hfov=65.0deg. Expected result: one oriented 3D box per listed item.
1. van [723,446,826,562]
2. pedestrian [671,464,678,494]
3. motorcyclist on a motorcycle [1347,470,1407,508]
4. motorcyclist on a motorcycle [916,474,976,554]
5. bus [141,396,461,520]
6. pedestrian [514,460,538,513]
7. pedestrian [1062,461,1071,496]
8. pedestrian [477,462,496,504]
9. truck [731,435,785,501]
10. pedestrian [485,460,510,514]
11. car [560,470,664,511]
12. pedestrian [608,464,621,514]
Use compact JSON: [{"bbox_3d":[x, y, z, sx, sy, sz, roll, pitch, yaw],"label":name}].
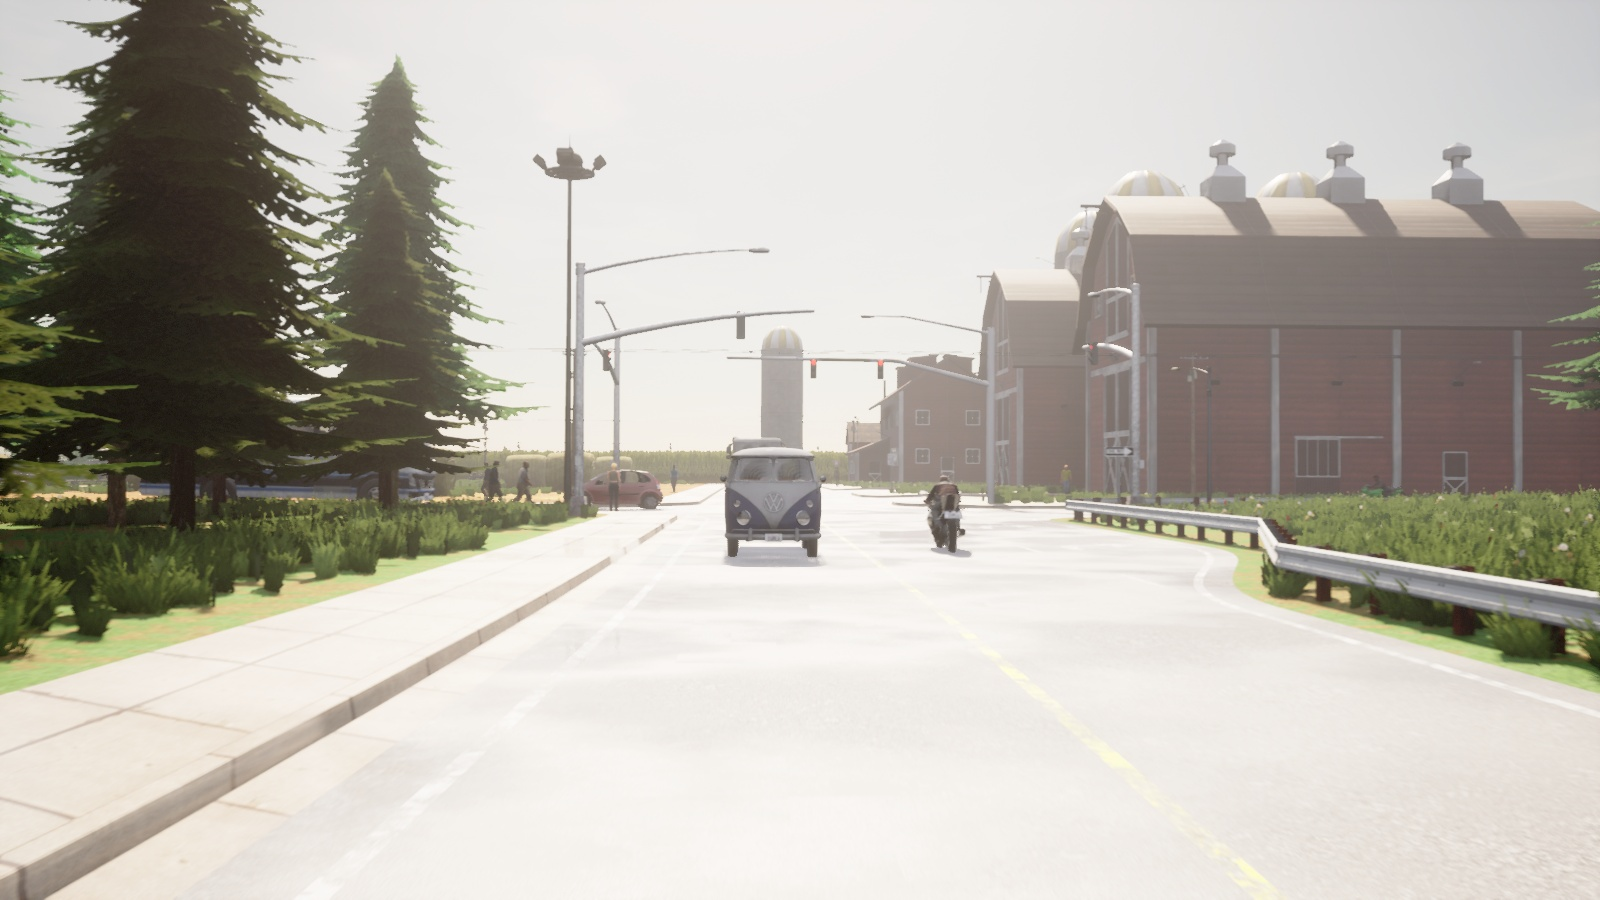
[{"bbox_3d":[-0.531,0.970,23.927,1.775,1.987,4.442,0,-1,-2],"label":"van"},{"bbox_3d":[-8.017,1.847,80.186,0.396,1.930,0.692,0,-1,3],"label":"pedestrian"},{"bbox_3d":[23.545,1.587,51.275,2.044,1.523,0.797,0,-1,-1],"label":"motorcyclist on a motorcycle"},{"bbox_3d":[2.916,1.263,25.378,0.866,1.530,2.191,0,-1,-2],"label":"motorcyclist on a motorcycle"},{"bbox_3d":[-18.365,0.323,46.885,10.273,4.253,3.944,1,-1,-1],"label":"bus"},{"bbox_3d":[-9.542,1.268,43.788,0.694,1.848,0.540,0,-1,4],"label":"pedestrian"},{"bbox_3d":[14.196,1.525,66.951,0.354,1.836,0.706,0,-1,6],"label":"pedestrian"},{"bbox_3d":[-13.908,1.473,55.700,0.726,1.842,0.402,0,-1,15],"label":"pedestrian"},{"bbox_3d":[-2.415,1.031,71.150,2.891,3.462,7.936,0,-1,-2],"label":"truck"},{"bbox_3d":[-10.348,1.258,42.960,0.726,1.842,0.402,0,-1,5],"label":"pedestrian"},{"bbox_3d":[-7.609,1.616,50.709,3.988,1.617,1.851,0,-1,-13],"label":"car"},{"bbox_3d":[-6.840,1.438,46.397,0.345,1.836,0.594,0,-1,6],"label":"pedestrian"}]
